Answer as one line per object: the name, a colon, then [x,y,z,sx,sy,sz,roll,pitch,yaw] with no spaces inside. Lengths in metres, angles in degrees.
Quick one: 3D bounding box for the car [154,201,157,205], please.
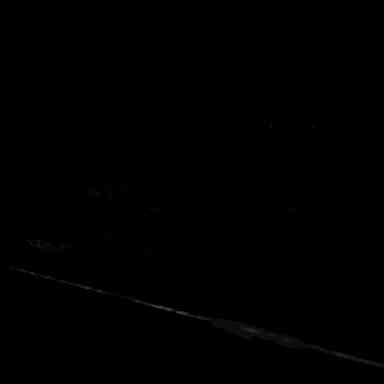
car: [-6.445,1.495,54.551,2.128,1.511,4.902,0,0,36]
